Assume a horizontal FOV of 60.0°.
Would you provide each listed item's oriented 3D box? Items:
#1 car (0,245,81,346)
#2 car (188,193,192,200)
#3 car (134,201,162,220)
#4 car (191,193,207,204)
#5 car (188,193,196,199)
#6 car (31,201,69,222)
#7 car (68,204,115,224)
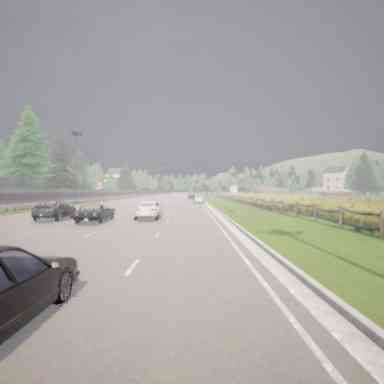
[{"bbox_3d":[-3.400,1.527,4.968,2.033,1.411,5.357,0,0,0],"label":"car"},{"bbox_3d":[-0.010,1.068,79.287,1.882,1.535,5.008,0,0,0],"label":"car"},{"bbox_3d":[-3.417,1.420,26.469,1.812,1.442,4.674,0,0,0],"label":"car"},{"bbox_3d":[1.218,1.291,59.061,1.812,1.442,4.674,0,0,0],"label":"car"},{"bbox_3d":[-0.012,1.056,94.287,2.128,1.511,4.902,0,0,0],"label":"car"},{"bbox_3d":[-10.404,1.390,25.362,2.128,1.511,4.902,0,0,0],"label":"car"},{"bbox_3d":[-6.903,1.505,23.900,1.895,1.301,4.718,0,0,0],"label":"car"}]
